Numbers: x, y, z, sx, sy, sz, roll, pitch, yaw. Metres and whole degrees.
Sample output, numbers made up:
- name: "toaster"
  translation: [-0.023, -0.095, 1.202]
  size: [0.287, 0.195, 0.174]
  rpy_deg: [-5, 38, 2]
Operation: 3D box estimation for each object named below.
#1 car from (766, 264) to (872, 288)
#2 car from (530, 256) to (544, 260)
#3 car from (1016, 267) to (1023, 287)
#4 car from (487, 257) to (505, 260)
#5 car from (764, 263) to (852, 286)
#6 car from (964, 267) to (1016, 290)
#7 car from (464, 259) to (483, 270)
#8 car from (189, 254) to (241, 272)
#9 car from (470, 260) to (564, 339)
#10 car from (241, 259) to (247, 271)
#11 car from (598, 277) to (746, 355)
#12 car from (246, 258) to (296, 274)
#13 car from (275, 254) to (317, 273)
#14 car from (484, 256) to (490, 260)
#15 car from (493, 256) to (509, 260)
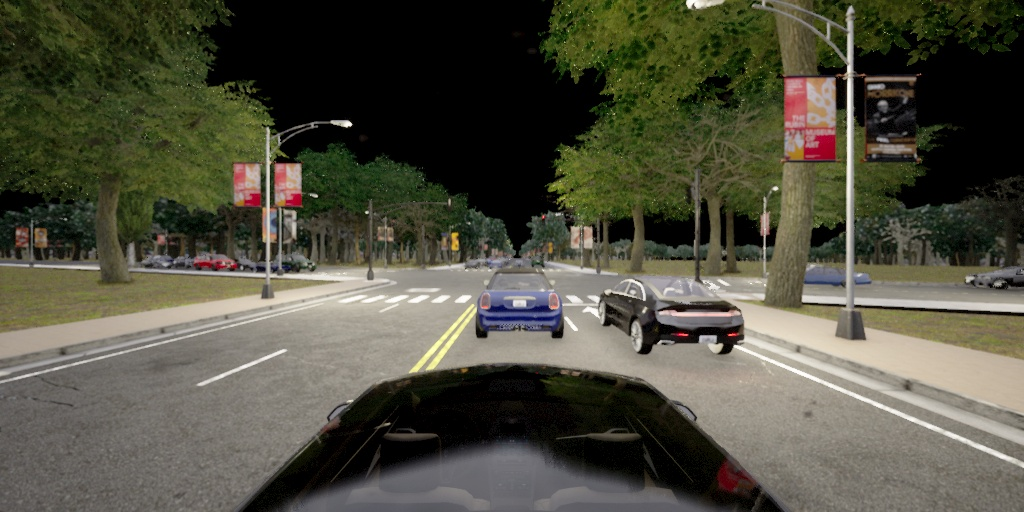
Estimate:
- name: "car"
  translation: [21.175, 1.427, 24.869]
  size: [5.357, 1.411, 2.033]
  rpy_deg: [0, 0, 21]
- name: "car"
  translation: [4.512, 0.976, 64.157]
  size: [2.150, 2.045, 5.566]
  rpy_deg: [0, 0, 1]
- name: "car"
  translation: [32.520, 1.428, 19.766]
  size: [5.008, 1.535, 1.882]
  rpy_deg: [0, 0, 24]
- name: "car"
  translation: [-2.314, 1.278, 52.318]
  size: [1.812, 1.442, 4.674]
  rpy_deg: [0, 0, 0]
- name: "car"
  translation: [22.644, 1.371, 27.737]
  size: [4.902, 1.511, 2.128]
  rpy_deg: [0, 0, 26]
- name: "car"
  translation: [32.961, 1.436, 23.128]
  size: [4.902, 1.511, 2.128]
  rpy_deg: [0, 0, 24]
- name: "car"
  translation: [-5.790, 1.259, 53.381]
  size: [1.837, 1.490, 4.892]
  rpy_deg: [0, 0, 5]
- name: "car"
  translation: [-35.568, 0.792, 42.930]
  size: [5.566, 2.045, 2.150]
  rpy_deg: [0, 0, 24]
- name: "car"
  translation: [0.205, 1.101, 10.286]
  size: [2.097, 1.767, 4.553]
  rpy_deg: [0, 0, 1]
- name: "car"
  translation: [-34.638, 1.073, 46.083]
  size: [4.892, 1.490, 1.837]
  rpy_deg: [0, 0, 24]
- name: "car"
  translation: [3.440, 1.241, 8.694]
  size: [2.128, 1.511, 4.902]
  rpy_deg: [0, 0, 0]
- name: "car"
  translation: [-25.979, 1.223, 38.625]
  size: [4.718, 1.301, 1.895]
  rpy_deg: [0, 0, 27]
- name: "car"
  translation: [-25.482, 0.839, 41.981]
  size: [5.566, 2.045, 2.150]
  rpy_deg: [0, 0, 24]
- name: "car"
  translation: [-5.375, 1.246, 64.549]
  size: [2.128, 1.511, 4.902]
  rpy_deg: [0, 0, 2]
- name: "car"
  translation: [-2.150, 1.246, 63.599]
  size: [2.128, 1.511, 4.902]
  rpy_deg: [0, 0, 2]
